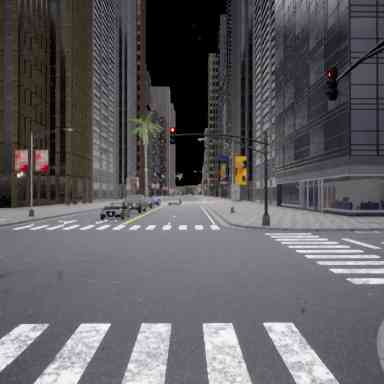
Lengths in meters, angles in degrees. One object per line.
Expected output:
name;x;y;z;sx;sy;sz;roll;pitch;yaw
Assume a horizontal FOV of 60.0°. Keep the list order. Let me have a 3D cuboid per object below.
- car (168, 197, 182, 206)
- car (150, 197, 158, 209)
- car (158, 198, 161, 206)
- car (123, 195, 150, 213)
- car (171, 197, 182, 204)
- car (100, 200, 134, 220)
car;-3.226;1.781;59.806;1.895;1.301;4.718;0;0;0
car;-6.651;1.483;48.388;2.097;1.767;4.553;0;0;0
car;-6.620;1.652;58.528;1.882;1.535;5.008;0;0;0
car;-6.647;1.314;38.460;2.150;2.045;5.566;0;0;0
car;-3.237;1.788;69.702;1.994;1.385;4.181;0;0;0
car;-6.634;1.627;29.136;1.994;1.385;4.181;0;0;0
